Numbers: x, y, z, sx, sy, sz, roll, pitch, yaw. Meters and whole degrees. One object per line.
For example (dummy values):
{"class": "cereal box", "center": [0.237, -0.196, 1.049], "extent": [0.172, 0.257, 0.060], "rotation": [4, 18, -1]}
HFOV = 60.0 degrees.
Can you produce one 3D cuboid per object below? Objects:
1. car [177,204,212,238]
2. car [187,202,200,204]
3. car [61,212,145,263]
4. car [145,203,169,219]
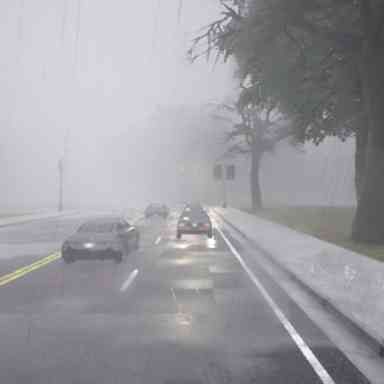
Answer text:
{"class": "car", "center": [0.123, 1.613, 18.255], "extent": [2.033, 1.411, 5.357], "rotation": [0, 0, 0]}
{"class": "car", "center": [0.155, 1.668, 33.724], "extent": [1.994, 1.385, 4.181], "rotation": [0, 0, 0]}
{"class": "car", "center": [-3.134, 1.608, 12.176], "extent": [1.994, 1.385, 4.181], "rotation": [0, 0, 0]}
{"class": "car", "center": [-3.106, 1.695, 30.394], "extent": [1.895, 1.301, 4.718], "rotation": [0, 0, 0]}
